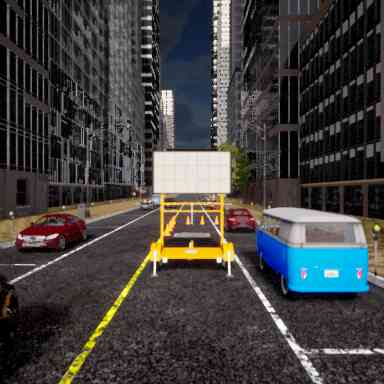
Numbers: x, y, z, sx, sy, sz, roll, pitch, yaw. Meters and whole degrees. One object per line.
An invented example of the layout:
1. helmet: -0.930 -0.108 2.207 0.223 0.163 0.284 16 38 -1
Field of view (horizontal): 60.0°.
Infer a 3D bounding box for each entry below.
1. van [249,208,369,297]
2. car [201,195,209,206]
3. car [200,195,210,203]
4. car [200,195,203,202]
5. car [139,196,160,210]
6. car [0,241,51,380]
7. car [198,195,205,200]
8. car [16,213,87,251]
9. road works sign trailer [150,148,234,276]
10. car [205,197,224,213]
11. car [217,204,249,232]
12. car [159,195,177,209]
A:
1. van: 2.691 1.341 8.269 1.690 1.788 3.998 0 0 0
2. car: 2.697 1.544 48.116 2.008 1.369 4.403 0 0 0
3. car: 2.701 1.401 70.885 1.967 1.590 4.097 0 0 0
4. car: 2.698 1.538 53.808 2.008 1.369 4.403 0 0 0
5. car: -5.684 1.548 42.428 2.008 1.369 4.403 0 0 0
6. car: -3.100 1.491 2.262 2.128 1.511 4.902 0 0 0
7. car: 2.705 1.462 93.655 1.887 1.381 4.507 0 0 0
8. car: -5.689 1.581 13.965 1.802 1.307 4.206 0 0 0
9. road works sign trailer: 0.001 0.464 10.288 2.380 3.560 2.880 0 0 0
10. car: 2.695 1.581 36.731 1.802 1.307 4.206 0 0 0
11. car: 2.693 1.581 19.653 1.802 1.307 4.206 0 0 0
12. car: -3.092 1.501 44.524 1.837 1.490 4.892 0 0 0
